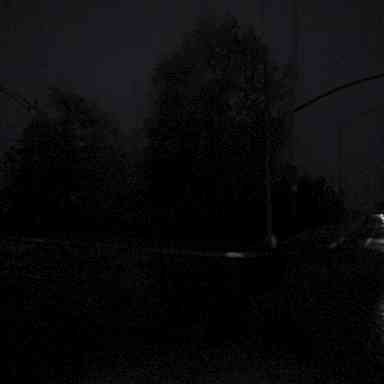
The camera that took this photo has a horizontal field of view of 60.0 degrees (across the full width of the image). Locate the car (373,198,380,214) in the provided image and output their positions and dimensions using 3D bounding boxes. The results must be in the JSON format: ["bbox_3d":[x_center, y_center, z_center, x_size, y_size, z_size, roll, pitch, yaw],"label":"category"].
[{"bbox_3d":[20.427,1.557,34.604,1.994,1.385,4.181,-1,-1,25],"label":"car"}]

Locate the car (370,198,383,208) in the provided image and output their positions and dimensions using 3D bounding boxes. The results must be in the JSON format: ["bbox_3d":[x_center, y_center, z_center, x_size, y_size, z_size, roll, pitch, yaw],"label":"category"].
[{"bbox_3d":[29.853,1.704,51.789,2.128,1.511,4.902,-1,-1,9],"label":"car"}]

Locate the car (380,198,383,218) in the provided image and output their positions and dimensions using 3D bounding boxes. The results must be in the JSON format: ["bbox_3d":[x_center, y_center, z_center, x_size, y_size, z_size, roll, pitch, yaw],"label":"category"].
[{"bbox_3d":[15.977,1.100,25.561,2.150,2.045,5.566,-1,-1,28],"label":"car"}]
